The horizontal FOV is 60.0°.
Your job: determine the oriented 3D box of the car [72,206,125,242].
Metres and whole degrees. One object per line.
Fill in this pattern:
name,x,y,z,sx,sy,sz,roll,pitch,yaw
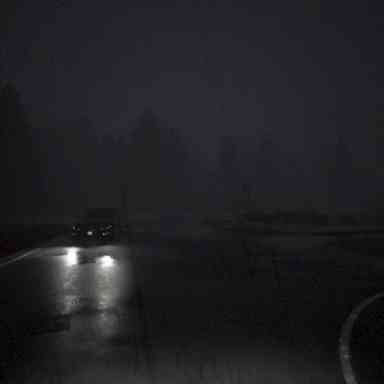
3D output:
car,-4.447,1.470,16.358,1.837,1.490,4.892,0,0,-4
